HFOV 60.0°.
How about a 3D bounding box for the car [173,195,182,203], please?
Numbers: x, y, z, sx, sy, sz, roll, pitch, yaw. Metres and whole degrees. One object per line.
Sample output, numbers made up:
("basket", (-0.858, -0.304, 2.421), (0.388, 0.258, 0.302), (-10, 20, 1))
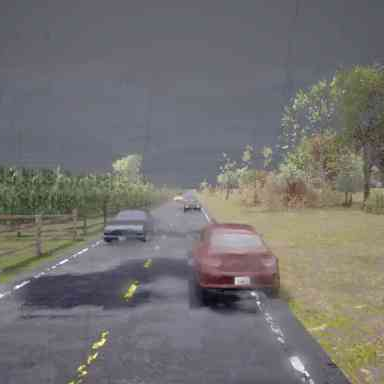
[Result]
("car", (-2.778, 1.416, 67.150), (1.882, 1.535, 5.008), (0, 0, 0))

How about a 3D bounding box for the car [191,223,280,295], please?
("car", (0.959, 1.526, 8.626), (1.812, 1.442, 4.674), (0, 0, 0))

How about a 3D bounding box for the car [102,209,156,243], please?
("car", (-2.856, 1.545, 16.293), (2.033, 1.411, 5.357), (0, 0, 0))

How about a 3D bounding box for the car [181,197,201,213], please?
("car", (0.067, 1.586, 37.527), (1.895, 1.301, 4.718), (0, 0, 0))

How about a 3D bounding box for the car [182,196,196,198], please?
("car", (-0.012, 1.325, 47.748), (2.097, 1.767, 4.553), (0, 0, 0))
